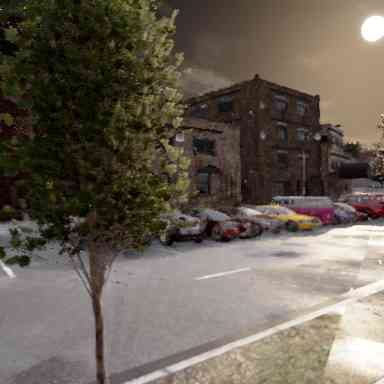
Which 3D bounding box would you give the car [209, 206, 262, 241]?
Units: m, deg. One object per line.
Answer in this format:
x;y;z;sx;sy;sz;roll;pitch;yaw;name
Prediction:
0.917;1.547;17.214;2.163;1.488;4.792;0;0;-38;car

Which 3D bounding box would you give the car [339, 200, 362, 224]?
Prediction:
9.303;1.544;24.188;2.002;1.452;4.674;0;0;-40;car

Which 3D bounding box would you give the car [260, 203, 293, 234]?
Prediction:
3.028;1.557;18.948;2.002;1.452;4.674;0;0;-39;car

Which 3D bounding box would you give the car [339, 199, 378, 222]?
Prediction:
11.293;1.526;25.885;2.163;1.488;4.792;0;0;-41;car

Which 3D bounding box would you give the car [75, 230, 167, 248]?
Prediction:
-3.409;1.513;13.881;2.231;1.521;4.892;0;0;-37;car

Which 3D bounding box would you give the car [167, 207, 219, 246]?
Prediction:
-1.264;1.545;15.575;2.163;1.488;4.792;0;0;-37;car

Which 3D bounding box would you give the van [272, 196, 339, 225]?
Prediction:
7.161;1.285;22.518;1.878;1.987;4.442;0;0;-40;van

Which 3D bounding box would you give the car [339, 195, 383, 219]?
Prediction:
13.290;1.235;27.742;2.435;2.045;5.566;0;0;-42;car

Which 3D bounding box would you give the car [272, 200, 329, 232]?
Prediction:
5.259;1.511;20.532;1.946;1.575;5.366;0;0;-39;car
